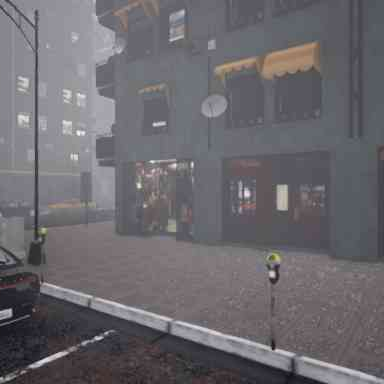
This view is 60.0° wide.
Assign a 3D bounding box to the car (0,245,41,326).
[{"bbox_3d":[-4.518,1.550,6.086,4.403,1.369,2.008,0,0,35],"label":"car"}]

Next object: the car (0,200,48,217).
[{"bbox_3d":[-14.103,1.345,26.086,2.008,1.369,4.403,1,1,35],"label":"car"}]

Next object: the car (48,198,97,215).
[{"bbox_3d":[-11.018,1.245,30.514,1.752,1.417,4.829,1,1,35],"label":"car"}]
